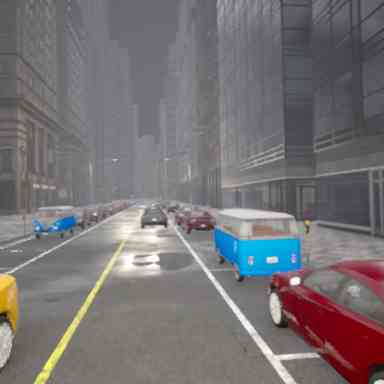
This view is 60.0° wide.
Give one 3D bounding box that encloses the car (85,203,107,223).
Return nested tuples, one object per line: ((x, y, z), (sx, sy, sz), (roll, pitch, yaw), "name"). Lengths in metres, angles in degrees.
((-9.474, 2.011, 31.039), (1.967, 1.590, 4.097), (-1, -1, -7), "car")

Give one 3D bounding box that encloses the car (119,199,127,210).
((-12.202, 2.208, 53.278), (2.192, 1.841, 5.009), (-1, -1, -7), "car")

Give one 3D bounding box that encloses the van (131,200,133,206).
((-14.928, 2.562, 75.515), (1.690, 1.788, 3.998), (-1, -1, -7), "van")

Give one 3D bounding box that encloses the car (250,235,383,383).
((2.394, 1.546, 4.287), (1.887, 1.381, 4.507), (-1, -1, -7), "car")

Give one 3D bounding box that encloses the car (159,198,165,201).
((-5.103, 2.454, 65.446), (1.947, 1.339, 4.313), (-1, -1, -7), "car")

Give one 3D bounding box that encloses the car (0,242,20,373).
((-3.236, 1.581, 2.825), (1.882, 1.535, 5.008), (-1, -1, -7), "car")

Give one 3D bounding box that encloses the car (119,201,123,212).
((-11.516, 2.378, 47.715), (1.947, 1.339, 4.313), (-1, -1, -7), "car")

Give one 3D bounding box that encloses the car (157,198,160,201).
((-6.468, 2.493, 76.568), (1.967, 1.590, 4.097), (-1, -1, -7), "car")

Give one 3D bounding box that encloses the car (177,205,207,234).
((0.349, 1.786, 20.968), (1.887, 1.381, 4.507), (-1, -1, -7), "car")

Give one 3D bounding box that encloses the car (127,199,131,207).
((-13.565, 2.371, 64.397), (2.192, 1.841, 5.009), (-1, -1, -7), "car")

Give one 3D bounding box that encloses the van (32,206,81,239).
((-8.113, 1.751, 19.921), (1.690, 1.788, 3.998), (-1, -1, -7), "van")

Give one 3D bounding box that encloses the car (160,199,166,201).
((-4.421, 2.372, 59.887), (1.947, 1.339, 4.313), (-1, -1, -7), "car")

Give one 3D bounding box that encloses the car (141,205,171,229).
((-2.869, 1.925, 25.253), (1.994, 1.385, 4.181), (-1, -1, -7), "car")

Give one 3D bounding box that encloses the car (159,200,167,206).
((-7.147, 2.719, 82.125), (1.802, 1.307, 4.206), (-1, -1, -7), "car")

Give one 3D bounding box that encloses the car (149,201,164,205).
((-4.811, 2.155, 41.097), (1.994, 1.385, 4.181), (-1, -1, -7), "car")

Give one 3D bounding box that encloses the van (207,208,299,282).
((1.709, 1.422, 9.849), (1.690, 1.788, 3.998), (-1, -1, -7), "van")

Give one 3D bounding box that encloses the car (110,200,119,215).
((-10.837, 2.172, 42.157), (1.967, 1.590, 4.097), (-1, -1, -7), "car")

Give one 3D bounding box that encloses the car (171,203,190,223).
((-0.334, 1.762, 26.528), (1.967, 1.590, 4.097), (-1, -1, -7), "car")

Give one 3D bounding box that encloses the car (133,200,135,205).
((-15.585, 2.828, 80.904), (1.752, 1.417, 4.829), (-1, -1, -7), "car")

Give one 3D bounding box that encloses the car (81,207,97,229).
((-8.790, 2.072, 25.477), (1.802, 1.307, 4.206), (-1, -1, -7), "car")

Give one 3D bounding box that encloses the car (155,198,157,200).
((-7.833, 2.536, 87.689), (2.192, 1.841, 5.009), (-1, -1, -7), "car")

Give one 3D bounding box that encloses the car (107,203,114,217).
((-10.154, 2.217, 36.596), (1.947, 1.339, 4.313), (-1, -1, -7), "car")

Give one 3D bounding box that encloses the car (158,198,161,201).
((-5.784, 2.521, 71.006), (2.008, 1.369, 4.403), (-1, -1, -7), "car")

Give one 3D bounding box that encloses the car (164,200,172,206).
((-2.377, 2.108, 43.207), (1.887, 1.381, 4.507), (-1, -1, -7), "car")

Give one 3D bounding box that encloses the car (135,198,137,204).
((-16.971, 2.913, 92.193), (1.967, 1.590, 4.097), (-1, -1, -7), "car")
